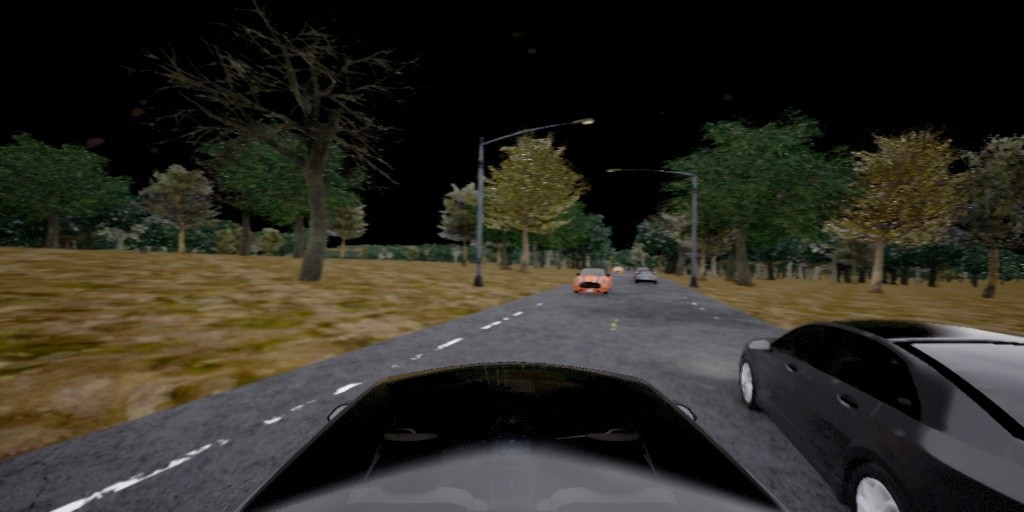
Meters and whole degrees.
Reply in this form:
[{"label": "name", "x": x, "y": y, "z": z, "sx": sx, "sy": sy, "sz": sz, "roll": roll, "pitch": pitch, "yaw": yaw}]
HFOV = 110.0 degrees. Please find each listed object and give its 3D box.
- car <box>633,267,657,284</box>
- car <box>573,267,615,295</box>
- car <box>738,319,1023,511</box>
[{"label": "car", "x": 13.526, "y": 2.103, "z": 36.351, "sx": 1.994, "sy": 1.385, "sz": 4.181, "roll": 1, "pitch": -1, "yaw": 18}, {"label": "car", "x": 5.316, "y": 1.508, "z": 23.326, "sx": 2.097, "sy": 1.767, "sz": 4.553, "roll": 1, "pitch": -1, "yaw": 19}, {"label": "car", "x": 3.625, "y": 1.349, "z": 3.282, "sx": 1.837, "sy": 1.490, "sz": 4.892, "roll": 1, "pitch": -1, "yaw": 19}]
